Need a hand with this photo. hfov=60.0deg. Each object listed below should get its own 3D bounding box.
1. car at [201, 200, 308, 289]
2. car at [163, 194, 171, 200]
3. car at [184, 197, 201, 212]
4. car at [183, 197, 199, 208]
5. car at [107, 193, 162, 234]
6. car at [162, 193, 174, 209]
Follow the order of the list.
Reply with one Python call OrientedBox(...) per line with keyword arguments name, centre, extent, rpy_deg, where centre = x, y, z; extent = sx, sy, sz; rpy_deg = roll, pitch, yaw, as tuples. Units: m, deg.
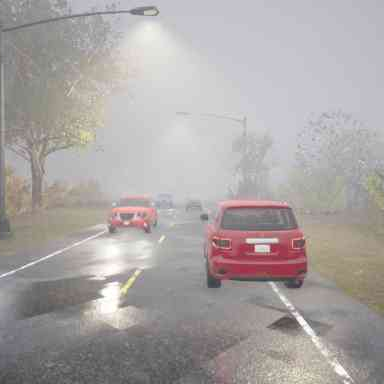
OrientedBox(name="car", centre=(1.455, 1.217, 9.325), extent=(2.150, 2.045, 5.566), rpy_deg=(0, 0, 1))
OrientedBox(name="car", centre=(-6.265, 1.328, 84.070), extent=(1.994, 1.385, 4.181), rpy_deg=(0, 0, -6))
OrientedBox(name="car", centre=(0.172, 1.441, 38.591), extent=(1.837, 1.490, 4.892), rpy_deg=(0, 0, -2))
OrientedBox(name="car", centre=(-0.213, 1.456, 48.945), extent=(2.033, 1.411, 5.357), rpy_deg=(0, 0, -2))
OrientedBox(name="car", centre=(-3.277, 1.203, 19.433), extent=(2.150, 2.045, 5.566), rpy_deg=(0, 0, 0))
OrientedBox(name="car", centre=(-3.643, 1.143, 45.352), extent=(2.150, 2.045, 5.566), rpy_deg=(0, 0, -2))
